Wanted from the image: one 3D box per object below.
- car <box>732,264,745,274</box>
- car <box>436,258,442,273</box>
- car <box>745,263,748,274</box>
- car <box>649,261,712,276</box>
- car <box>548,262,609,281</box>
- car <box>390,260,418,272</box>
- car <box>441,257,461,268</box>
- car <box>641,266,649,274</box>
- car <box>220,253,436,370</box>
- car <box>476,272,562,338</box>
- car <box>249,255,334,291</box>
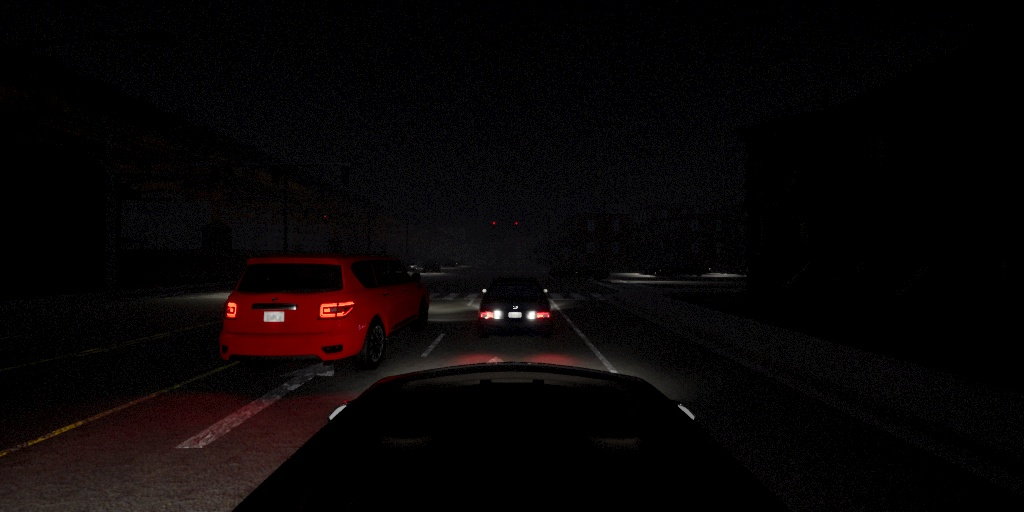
[{"bbox_3d":[26.825,1.255,39.386,4.892,1.490,1.837,0,0,0],"label":"car"},{"bbox_3d":[-9.769,1.257,43.293,1.837,1.490,4.892,-1,0,-11],"label":"car"},{"bbox_3d":[26.548,1.351,35.889,4.718,1.301,1.895,0,0,0],"label":"car"},{"bbox_3d":[16.992,1.297,35.895,5.357,1.411,2.033,0,0,0],"label":"car"},{"bbox_3d":[5.395,1.241,29.262,4.902,1.511,2.128,0,0,10],"label":"car"},{"bbox_3d":[-14.105,1.297,47.211,2.033,1.411,5.357,0,0,0],"label":"car"},{"bbox_3d":[-10.584,1.297,61.253,2.033,1.411,5.357,0,0,0],"label":"car"},{"bbox_3d":[17.097,1.297,39.380,5.357,1.411,2.033,0,0,2],"label":"car"},{"bbox_3d":[-3.427,0.971,7.877,2.150,2.045,5.566,0,0,0],"label":"car"},{"bbox_3d":[0.081,1.297,10.130,2.033,1.411,5.357,0,0,0],"label":"car"},{"bbox_3d":[-14.104,0.971,23.499,2.150,2.045,5.566,0,0,0],"label":"car"}]
